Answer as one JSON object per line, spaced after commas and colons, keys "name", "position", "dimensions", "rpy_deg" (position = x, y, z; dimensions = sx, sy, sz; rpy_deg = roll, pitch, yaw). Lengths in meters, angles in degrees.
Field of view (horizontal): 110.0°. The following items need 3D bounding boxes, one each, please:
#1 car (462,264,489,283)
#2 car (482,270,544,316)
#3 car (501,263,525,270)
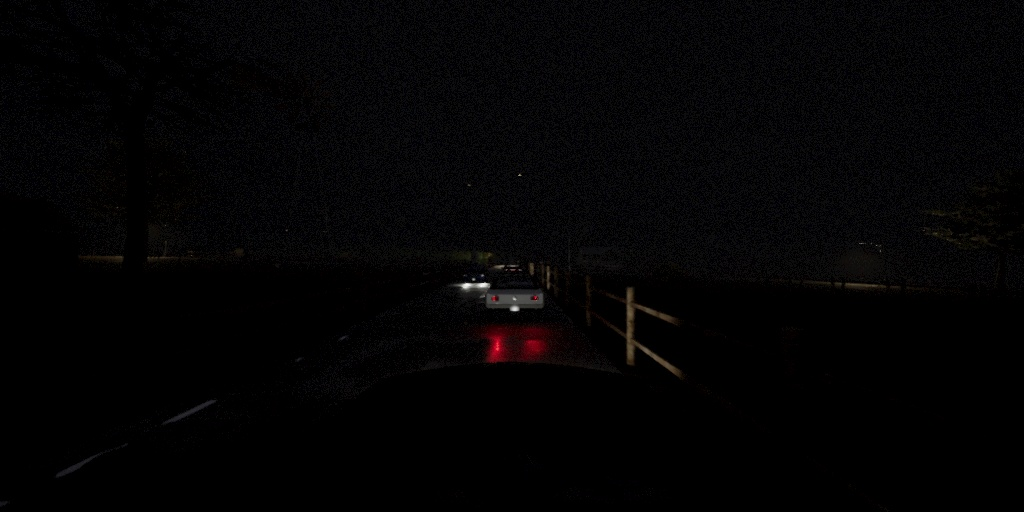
{"name": "car", "position": [-2.850, 1.382, 29.339], "dimensions": [2.033, 1.411, 5.357], "rpy_deg": [0, 0, 0]}
{"name": "car", "position": [0.092, 1.366, 13.422], "dimensions": [1.895, 1.301, 4.718], "rpy_deg": [0, 0, 0]}
{"name": "car", "position": [0.091, 1.332, 30.214], "dimensions": [2.128, 1.511, 4.902], "rpy_deg": [0, 0, 0]}
